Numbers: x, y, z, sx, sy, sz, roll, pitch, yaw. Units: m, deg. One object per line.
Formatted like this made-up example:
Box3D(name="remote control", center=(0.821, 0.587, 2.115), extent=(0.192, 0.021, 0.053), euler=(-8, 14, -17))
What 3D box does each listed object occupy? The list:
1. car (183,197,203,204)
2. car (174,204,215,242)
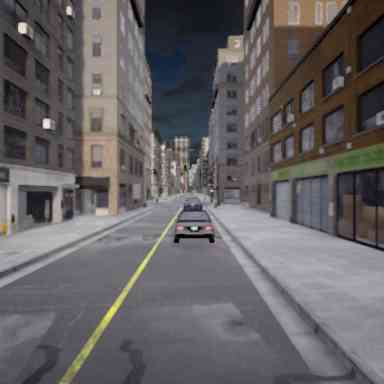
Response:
Box3D(name="car", center=(0.101, 1.362, 36.419), extent=(2.097, 1.767, 4.553), euler=(0, 0, 0))
Box3D(name="car", center=(0.100, 1.552, 16.225), extent=(2.033, 1.411, 5.357), euler=(0, 0, 0))
